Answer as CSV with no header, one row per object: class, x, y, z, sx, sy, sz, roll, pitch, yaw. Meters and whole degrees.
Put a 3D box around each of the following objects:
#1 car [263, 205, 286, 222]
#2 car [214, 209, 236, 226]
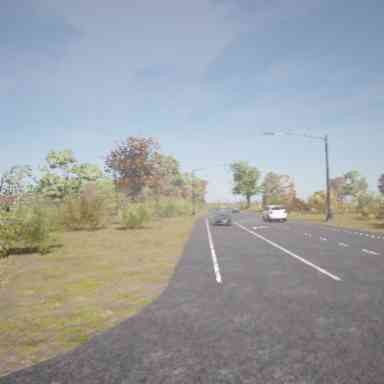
car,10.751,2.800,43.651,2.150,2.045,5.566,-2,-2,2
car,3.537,3.023,37.461,1.837,1.490,4.892,-2,-2,2
